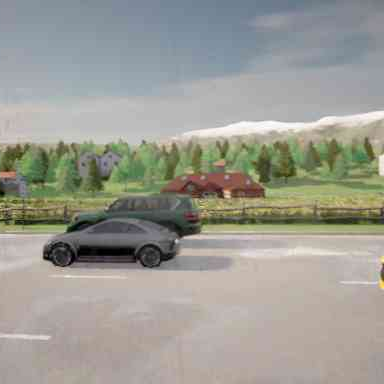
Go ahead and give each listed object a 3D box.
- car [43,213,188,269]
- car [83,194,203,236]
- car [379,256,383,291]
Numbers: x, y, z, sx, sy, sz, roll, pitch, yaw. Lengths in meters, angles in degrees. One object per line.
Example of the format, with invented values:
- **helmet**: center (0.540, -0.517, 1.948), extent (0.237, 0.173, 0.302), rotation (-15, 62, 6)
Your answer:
- **car**: center (-2.443, 1.515, 10.524), extent (4.181, 1.385, 1.994), rotation (-1, 0, 8)
- **car**: center (-2.341, 1.144, 14.040), extent (5.566, 2.045, 2.150), rotation (-1, 0, 8)
- **car**: center (6.075, 1.331, 5.809), extent (5.008, 1.535, 1.882), rotation (-1, 0, 8)
